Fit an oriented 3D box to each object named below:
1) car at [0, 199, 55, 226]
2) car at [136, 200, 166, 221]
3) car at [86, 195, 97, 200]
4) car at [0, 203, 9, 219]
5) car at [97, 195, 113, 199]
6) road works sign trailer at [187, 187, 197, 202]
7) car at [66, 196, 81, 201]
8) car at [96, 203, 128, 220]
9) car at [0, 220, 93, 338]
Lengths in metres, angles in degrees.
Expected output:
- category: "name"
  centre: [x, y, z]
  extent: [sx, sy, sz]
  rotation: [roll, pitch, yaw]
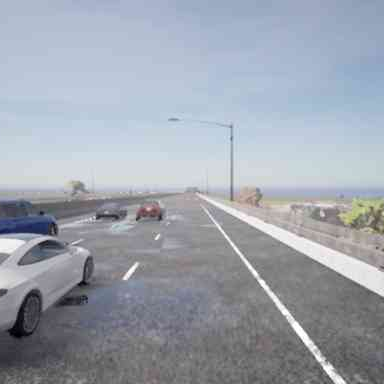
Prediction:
- category: "car"
  centre: [-6.896, 1.251, 12.083]
  extent: [2.150, 2.045, 5.566]
  rotation: [0, 0, 0]
- category: "car"
  centre: [-3.389, 1.414, 28.228]
  extent: [2.097, 1.767, 4.553]
  rotation: [0, 0, 0]
- category: "car"
  centre: [-20.963, 1.458, 70.556]
  extent: [2.097, 1.767, 4.553]
  rotation: [0, 0, 0]
- category: "car"
  centre: [-17.584, 1.664, 27.896]
  extent: [1.895, 1.301, 4.718]
  rotation: [0, 0, 0]
- category: "car"
  centre: [-17.464, 1.603, 68.652]
  extent: [1.882, 1.535, 5.008]
  rotation: [0, 0, 0]
- category: "road works sign trailer"
  centre: [0.044, 0.603, 83.796]
  extent: [2.380, 3.560, 2.880]
  rotation: [0, 0, 0]
- category: "car"
  centre: [-24.464, 1.652, 68.656]
  extent: [2.128, 1.511, 4.902]
  rotation: [0, 0, 0]
- category: "car"
  centre: [-6.888, 1.627, 28.922]
  extent: [1.994, 1.385, 4.181]
  rotation: [0, 0, 0]
- category: "car"
  centre: [-3.405, 1.542, 6.513]
  extent: [1.812, 1.442, 4.674]
  rotation: [0, 0, 0]
